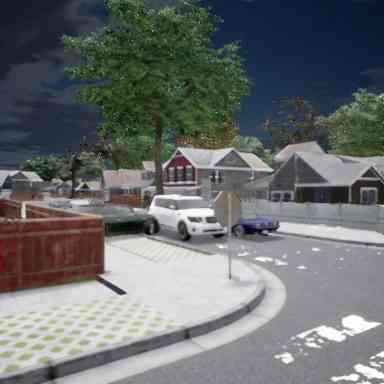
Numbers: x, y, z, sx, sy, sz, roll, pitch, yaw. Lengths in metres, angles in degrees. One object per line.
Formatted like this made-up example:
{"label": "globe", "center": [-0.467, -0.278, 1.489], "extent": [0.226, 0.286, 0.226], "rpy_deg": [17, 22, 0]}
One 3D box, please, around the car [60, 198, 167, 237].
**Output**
{"label": "car", "center": [-3.750, 1.344, 16.482], "extent": [2.097, 1.767, 4.553], "rpy_deg": [1, 1, 43]}

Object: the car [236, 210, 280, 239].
{"label": "car", "center": [2.234, 1.589, 17.637], "extent": [1.895, 1.301, 4.718], "rpy_deg": [0, 1, -35]}

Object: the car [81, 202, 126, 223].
{"label": "car", "center": [-7.011, 1.519, 26.077], "extent": [1.895, 1.301, 4.718], "rpy_deg": [0, 1, -35]}

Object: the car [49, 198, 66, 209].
{"label": "car", "center": [-14.744, 1.359, 37.267], "extent": [1.812, 1.442, 4.674], "rpy_deg": [0, 0, -34]}

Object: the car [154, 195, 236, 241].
{"label": "car", "center": [-0.394, 1.211, 17.242], "extent": [2.150, 2.045, 5.566], "rpy_deg": [0, 1, -30]}
